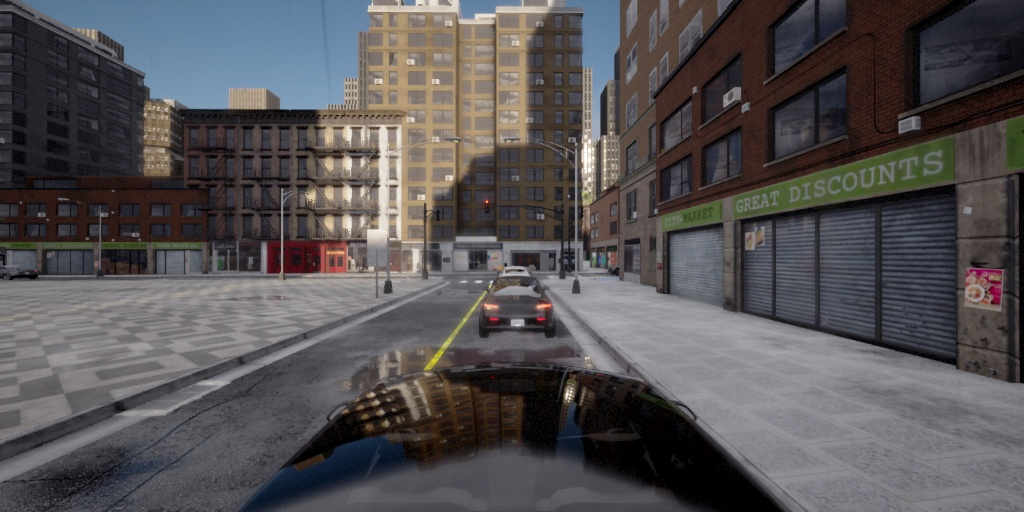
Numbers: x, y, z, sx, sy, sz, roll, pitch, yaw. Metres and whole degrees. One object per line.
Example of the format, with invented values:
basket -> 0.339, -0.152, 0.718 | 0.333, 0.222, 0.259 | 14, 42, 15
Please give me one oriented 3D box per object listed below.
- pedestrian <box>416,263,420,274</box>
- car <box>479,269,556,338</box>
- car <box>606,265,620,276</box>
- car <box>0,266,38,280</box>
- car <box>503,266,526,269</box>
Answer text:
pedestrian -> -10.044, 0.969, 38.244 | 0.375, 1.860, 0.375 | 0, 0, -1
car -> 0.121, 1.274, 10.045 | 1.812, 1.442, 4.674 | 0, 0, 0
car -> 11.728, 1.151, 35.415 | 4.674, 1.442, 1.812 | -1, 0, -2
car -> -49.087, 1.634, 34.831 | 4.181, 1.385, 1.994 | 0, 0, 1
car -> 0.148, 1.270, 19.826 | 1.812, 1.442, 4.674 | 0, 0, -1
